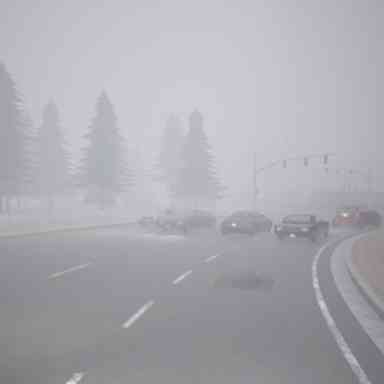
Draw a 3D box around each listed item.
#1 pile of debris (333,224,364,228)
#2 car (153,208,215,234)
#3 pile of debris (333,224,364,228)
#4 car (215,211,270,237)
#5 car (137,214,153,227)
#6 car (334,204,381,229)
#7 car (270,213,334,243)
[{"bbox_3d":[11.686,2.533,24.886,1.860,0.140,1.500,1,-1,-42],"label":"pile of debris"},{"bbox_3d":[-0.143,1.793,21.521,1.812,1.442,4.674,0,-1,33],"label":"car"},{"bbox_3d":[11.686,2.533,24.886,1.860,0.140,1.500,1,-1,-42],"label":"pile of debris"},{"bbox_3d":[3.420,1.829,20.137,1.994,1.385,4.181,0,-1,33],"label":"car"},{"bbox_3d":[-1.897,1.907,25.147,1.895,1.301,4.718,0,-1,36],"label":"car"},{"bbox_3d":[12.356,1.712,24.915,4.553,1.767,2.097,1,-1,-43],"label":"car"},{"bbox_3d":[6.056,1.850,17.944,1.895,1.301,4.718,0,-1,33],"label":"car"}]
